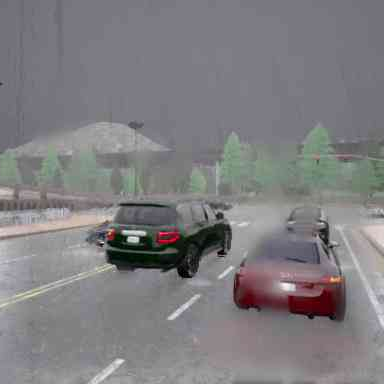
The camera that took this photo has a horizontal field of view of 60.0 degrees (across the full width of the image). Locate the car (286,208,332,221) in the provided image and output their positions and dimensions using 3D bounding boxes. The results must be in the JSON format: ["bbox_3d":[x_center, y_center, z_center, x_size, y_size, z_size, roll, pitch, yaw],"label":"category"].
[{"bbox_3d":[5.504,1.488,15.774,2.128,1.511,4.902,0,0,22],"label":"car"}]

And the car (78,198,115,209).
[{"bbox_3d":[-12.927,1.508,44.923,4.674,1.442,1.812,0,0,19],"label":"car"}]

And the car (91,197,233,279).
[{"bbox_3d":[-0.400,1.219,10.362,2.150,2.045,5.566,0,0,21],"label":"car"}]

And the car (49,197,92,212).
[{"bbox_3d":[-13.695,1.514,37.750,4.674,1.442,1.812,0,0,20],"label":"car"}]

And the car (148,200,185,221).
[{"bbox_3d":[-2.330,1.485,28.642,2.128,1.511,4.902,1,0,-17],"label":"car"}]

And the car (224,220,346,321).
[{"bbox_3d":[2.271,1.562,7.472,1.994,1.385,4.181,0,0,21],"label":"car"}]

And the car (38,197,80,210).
[{"bbox_3d":[-17.022,1.456,42.660,5.008,1.535,1.882,0,0,20],"label":"car"}]

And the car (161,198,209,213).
[{"bbox_3d":[-0.767,1.484,36.848,4.902,1.511,2.128,0,0,20],"label":"car"}]

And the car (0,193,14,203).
[{"bbox_3d":[-28.558,0.991,50.530,5.008,1.535,1.882,4,2,20],"label":"car"}]

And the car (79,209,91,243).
[{"bbox_3d":[-2.436,1.544,15.192,2.033,1.411,5.357,0,0,22],"label":"car"}]

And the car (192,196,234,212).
[{"bbox_3d":[2.493,1.343,39.400,4.553,1.767,2.097,0,0,20],"label":"car"}]
